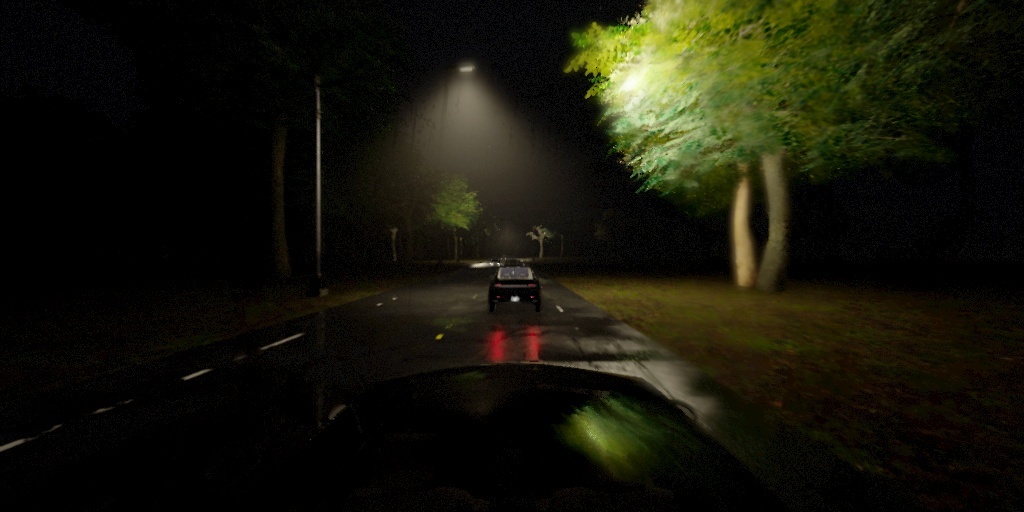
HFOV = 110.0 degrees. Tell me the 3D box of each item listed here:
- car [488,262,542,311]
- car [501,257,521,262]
[{"bbox_3d":[0.100,1.168,13.988,2.128,1.511,4.902,0,0,0],"label":"car"},{"bbox_3d":[0.097,1.071,32.282,1.837,1.490,4.892,0,0,0],"label":"car"}]
